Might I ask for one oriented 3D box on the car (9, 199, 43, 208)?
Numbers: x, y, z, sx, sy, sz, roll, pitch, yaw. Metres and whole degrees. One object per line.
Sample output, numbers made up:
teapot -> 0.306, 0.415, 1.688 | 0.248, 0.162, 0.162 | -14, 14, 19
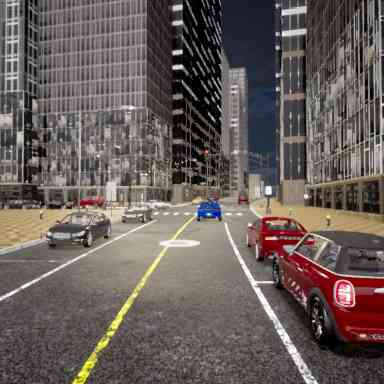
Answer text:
car -> -26.037, 1.833, 52.177 | 4.403, 1.369, 2.008 | 0, -1, 13

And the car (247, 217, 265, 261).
car -> 3.006, 1.547, 11.967 | 1.887, 1.381, 4.507 | 1, 0, 3

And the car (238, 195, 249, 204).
car -> 10.075, 1.411, 65.083 | 2.192, 1.841, 5.009 | 1, 0, 13

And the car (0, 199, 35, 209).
car -> -22.402, 1.653, 43.217 | 4.403, 1.369, 2.008 | 0, -1, 13

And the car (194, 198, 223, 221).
car -> 1.478, 1.494, 27.135 | 1.882, 1.535, 5.008 | 0, 0, 5

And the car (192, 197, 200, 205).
car -> 1.158, 1.641, 62.528 | 1.752, 1.417, 4.829 | 1, 0, 12

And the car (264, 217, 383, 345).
car -> 2.814, 1.441, 6.327 | 1.967, 1.590, 4.097 | 1, 0, 2

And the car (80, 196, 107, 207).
car -> -15.150, 1.535, 49.599 | 5.009, 1.841, 2.192 | 0, -1, 13

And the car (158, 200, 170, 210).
car -> -5.320, 1.700, 43.996 | 4.718, 1.301, 1.895 | -1, -1, 30

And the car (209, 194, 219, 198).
car -> 5.152, 1.491, 78.767 | 2.192, 1.841, 5.009 | 1, 0, 14

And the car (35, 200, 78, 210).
car -> -16.961, 1.637, 41.927 | 4.313, 1.339, 1.947 | 0, -1, 13

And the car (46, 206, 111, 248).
car -> -4.881, 1.561, 14.875 | 2.008, 1.369, 4.403 | 1, 0, 3

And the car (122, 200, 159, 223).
car -> -4.130, 1.574, 25.665 | 2.008, 1.369, 4.403 | 1, 0, 5
